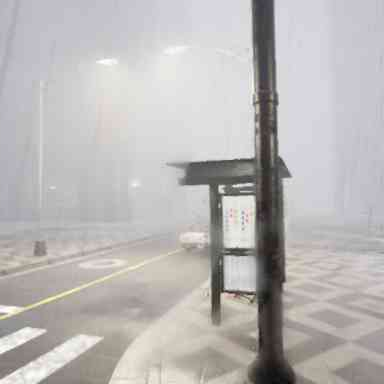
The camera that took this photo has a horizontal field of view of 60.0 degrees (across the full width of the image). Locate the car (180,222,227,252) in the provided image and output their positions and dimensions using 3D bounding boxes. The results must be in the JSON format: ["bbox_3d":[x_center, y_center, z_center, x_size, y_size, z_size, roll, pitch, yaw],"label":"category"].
[{"bbox_3d":[1.087,2.078,16.009,1.895,1.301,4.718,-2,-2,19],"label":"car"}]
